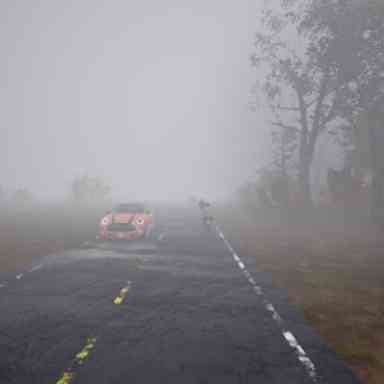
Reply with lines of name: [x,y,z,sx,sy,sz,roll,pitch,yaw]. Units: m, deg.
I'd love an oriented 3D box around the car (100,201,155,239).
car: [-3.115,1.281,16.771,2.097,1.767,4.553,0,0,0]

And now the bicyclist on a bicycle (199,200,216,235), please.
bicyclist on a bicycle: [0.841,1.361,17.407,0.866,1.612,1.509,-1,0,0]

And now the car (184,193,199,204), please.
car: [0.046,1.284,57.251,1.812,1.442,4.674,0,0,0]
